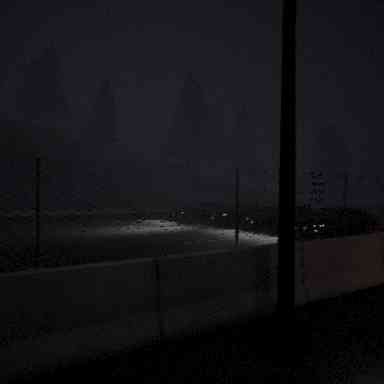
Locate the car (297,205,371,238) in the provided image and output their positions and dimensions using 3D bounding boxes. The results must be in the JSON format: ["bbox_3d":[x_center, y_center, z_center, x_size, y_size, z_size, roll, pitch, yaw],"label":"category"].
[{"bbox_3d":[7.435,1.531,17.054,4.892,1.490,1.837,1,0,-31],"label":"car"}]

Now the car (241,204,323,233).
[{"bbox_3d":[5.445,1.498,19.938,4.892,1.490,1.837,1,0,-31],"label":"car"}]
